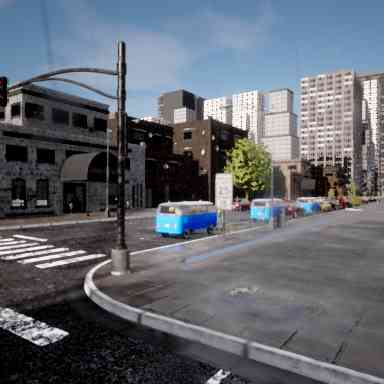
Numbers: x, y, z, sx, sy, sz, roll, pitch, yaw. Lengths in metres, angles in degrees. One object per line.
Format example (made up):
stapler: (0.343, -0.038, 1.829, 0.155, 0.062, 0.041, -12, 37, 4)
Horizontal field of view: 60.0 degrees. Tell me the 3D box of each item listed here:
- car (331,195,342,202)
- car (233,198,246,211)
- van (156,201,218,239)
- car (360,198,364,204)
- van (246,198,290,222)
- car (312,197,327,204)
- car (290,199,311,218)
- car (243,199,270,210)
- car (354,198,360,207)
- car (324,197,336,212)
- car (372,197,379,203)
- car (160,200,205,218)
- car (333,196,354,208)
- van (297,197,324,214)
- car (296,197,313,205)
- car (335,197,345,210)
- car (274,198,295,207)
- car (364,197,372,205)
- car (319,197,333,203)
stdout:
car: (37.279, 1.713, 85.836, 1.967, 1.590, 4.097, 0, 0, 35)
car: (5.637, 1.507, 40.587, 1.967, 1.590, 4.097, 0, 0, 35)
van: (-0.163, 1.407, 17.668, 1.690, 1.788, 3.998, 0, 0, 35)
car: (28.413, 1.748, 58.534, 1.752, 1.417, 4.829, 0, 0, 35)
van: (6.165, 1.436, 26.718, 1.690, 1.788, 3.998, 0, 0, 35)
car: (27.688, 1.729, 72.122, 1.752, 1.417, 4.829, 0, 0, 35)
car: (9.328, 1.655, 31.243, 1.887, 1.381, 4.507, 0, 0, 35)
car: (8.800, 1.629, 45.111, 1.887, 1.381, 4.507, 0, 0, 35)
car: (25.152, 1.517, 53.870, 2.192, 1.841, 5.009, 0, 0, 35)
car: (15.755, 1.671, 40.433, 1.752, 1.417, 4.829, 0, 0, 35)
car: (44.137, 1.900, 81.020, 1.947, 1.339, 4.313, 0, 0, 35)
car: (-0.790, 1.558, 31.396, 1.752, 1.417, 4.829, 0, 0, 35)
car: (21.988, 1.497, 49.345, 2.192, 1.841, 5.009, 0, 0, 35)
van: (12.494, 1.469, 35.768, 1.690, 1.788, 3.998, 0, 0, 35)
car: (21.458, 1.706, 63.211, 1.887, 1.381, 4.507, 0, 0, 35)
car: (18.822, 1.729, 44.818, 1.947, 1.339, 4.313, 0, 0, 35)
car: (15.129, 1.666, 54.161, 1.887, 1.381, 4.507, 0, 0, 35)
car: (34.644, 1.810, 67.444, 1.887, 1.381, 4.507, 0, 0, 35)
car: (30.950, 1.792, 76.786, 1.947, 1.339, 4.313, 0, 0, 35)
